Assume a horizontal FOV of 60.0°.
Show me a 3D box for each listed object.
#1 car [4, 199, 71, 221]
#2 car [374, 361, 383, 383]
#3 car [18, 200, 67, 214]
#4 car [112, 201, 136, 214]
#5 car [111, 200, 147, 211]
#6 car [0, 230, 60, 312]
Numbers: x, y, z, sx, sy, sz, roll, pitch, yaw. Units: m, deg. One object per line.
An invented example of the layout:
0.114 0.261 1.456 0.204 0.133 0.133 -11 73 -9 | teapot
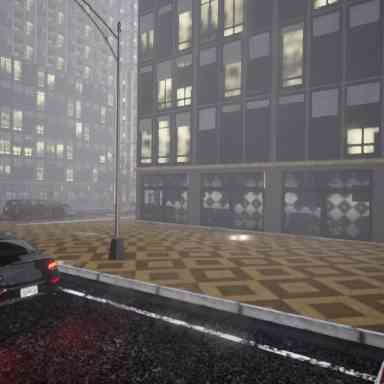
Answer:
-13.740 1.520 29.219 2.192 1.841 5.009 1 0 36 | car
3.243 1.353 1.374 4.553 1.767 2.097 0 0 35 | car
-17.245 1.643 38.591 1.752 1.417 4.829 1 0 36 | car
-6.949 1.830 38.435 1.752 1.417 4.829 1 0 36 | car
-8.628 1.857 45.893 1.895 1.301 4.718 1 0 36 | car
-4.646 1.522 6.987 4.674 1.442 1.812 0 0 35 | car
